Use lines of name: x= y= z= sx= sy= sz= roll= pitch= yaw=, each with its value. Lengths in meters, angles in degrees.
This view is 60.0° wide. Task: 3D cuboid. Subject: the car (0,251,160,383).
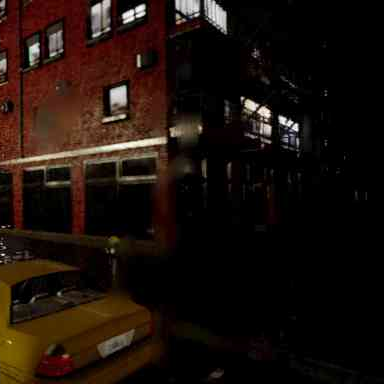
car: x=-2.664 y=1.539 z=4.780 sx=4.829 sy=1.417 sz=1.752 roll=0 pitch=-1 yaw=35
